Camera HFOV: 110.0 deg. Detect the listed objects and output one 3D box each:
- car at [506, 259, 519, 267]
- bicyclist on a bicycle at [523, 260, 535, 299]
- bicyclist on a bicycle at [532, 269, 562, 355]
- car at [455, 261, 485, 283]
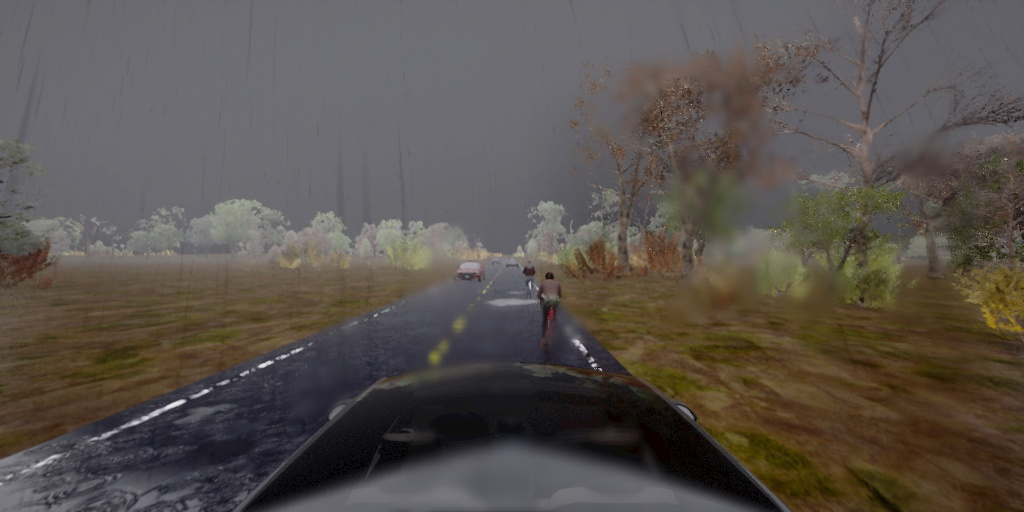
[{"bbox_3d":[0.084,1.125,59.236,1.994,1.385,4.181,0,0,0],"label":"car"},{"bbox_3d":[0.812,1.069,16.732,0.659,1.776,1.843,-1,0,0],"label":"bicyclist on a bicycle"},{"bbox_3d":[0.822,1.179,7.715,0.582,1.620,1.656,0,0,0],"label":"bicyclist on a bicycle"},{"bbox_3d":[-3.105,1.144,27.327,1.882,1.535,5.008,0,0,0],"label":"car"}]
